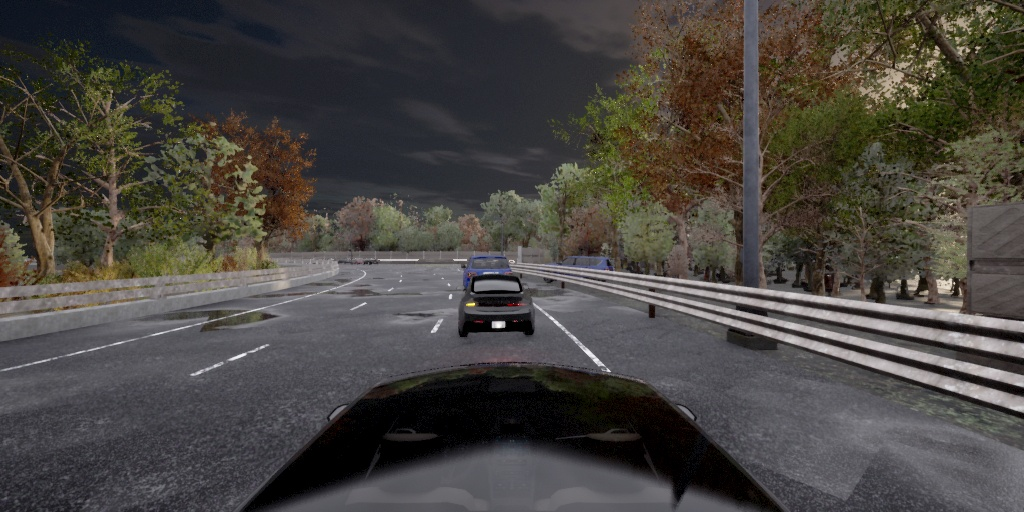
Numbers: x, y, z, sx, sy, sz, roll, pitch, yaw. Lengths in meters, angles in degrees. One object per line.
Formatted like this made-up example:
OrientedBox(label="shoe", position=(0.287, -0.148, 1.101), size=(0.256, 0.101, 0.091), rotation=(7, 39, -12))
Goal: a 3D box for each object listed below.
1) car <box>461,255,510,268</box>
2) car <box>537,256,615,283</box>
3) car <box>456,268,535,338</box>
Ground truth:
OrientedBox(label="car", position=(-1.299, 0.971, 17.751), size=(2.150, 2.045, 5.566), rotation=(0, 0, -9))
OrientedBox(label="car", position=(4.689, 1.004, 26.208), size=(5.566, 2.045, 2.150), rotation=(3, 1, 24))
OrientedBox(label="car", position=(-0.519, 1.255, 10.269), size=(1.837, 1.490, 4.892), rotation=(0, 0, -5))
